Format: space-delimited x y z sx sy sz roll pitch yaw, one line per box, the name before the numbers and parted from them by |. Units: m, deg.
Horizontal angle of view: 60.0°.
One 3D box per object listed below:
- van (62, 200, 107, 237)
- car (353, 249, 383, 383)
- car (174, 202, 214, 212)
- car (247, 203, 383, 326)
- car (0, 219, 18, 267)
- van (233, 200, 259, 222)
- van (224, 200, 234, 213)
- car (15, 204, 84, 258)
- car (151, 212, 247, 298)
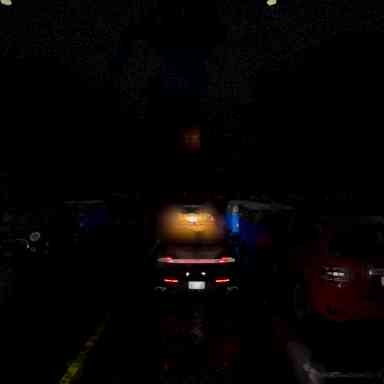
van | -5.798 1.342 17.846 1.690 1.788 3.998 0 0 0
car | 2.760 1.440 1.550 1.967 1.590 4.097 0 0 0
car | 0.104 1.353 17.558 2.097 1.767 4.553 0 0 1
car | 2.749 1.315 6.988 2.192 1.841 5.009 0 0 0
car | -5.776 1.525 6.801 1.752 1.417 4.829 0 0 0
van | 2.738 1.342 12.425 1.690 1.788 3.998 0 0 0
van | 2.727 1.342 17.863 1.690 1.788 3.998 0 0 0
car | -5.787 1.441 12.408 1.967 1.590 4.097 0 0 0
car | 0.086 1.492 8.508 2.128 1.511 4.902 0 0 0
